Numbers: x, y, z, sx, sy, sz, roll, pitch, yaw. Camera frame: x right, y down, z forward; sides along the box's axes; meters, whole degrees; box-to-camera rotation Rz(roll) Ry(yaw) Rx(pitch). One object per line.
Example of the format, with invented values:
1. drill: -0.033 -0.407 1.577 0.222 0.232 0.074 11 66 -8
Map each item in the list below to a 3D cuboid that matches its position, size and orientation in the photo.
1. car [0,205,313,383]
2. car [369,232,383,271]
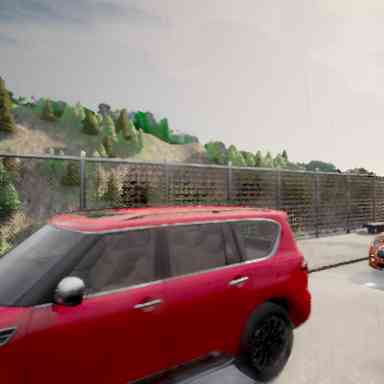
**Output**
1. car: -0.910 1.224 3.937 5.566 2.045 2.150 0 0 -36
2. car: 7.136 1.365 9.676 4.553 1.767 2.097 0 0 -35
